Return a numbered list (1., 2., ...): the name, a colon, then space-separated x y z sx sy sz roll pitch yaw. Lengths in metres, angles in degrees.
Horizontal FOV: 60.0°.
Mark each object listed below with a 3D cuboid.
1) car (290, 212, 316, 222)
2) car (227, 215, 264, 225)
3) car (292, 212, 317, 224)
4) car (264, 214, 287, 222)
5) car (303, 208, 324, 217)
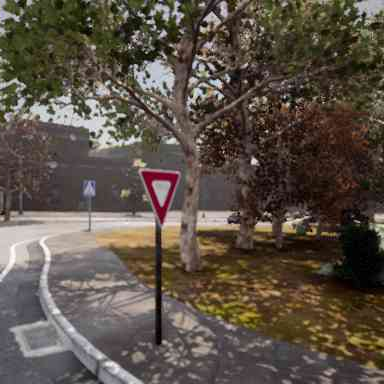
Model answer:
1. car: 18.583 4.173 55.373 2.033 1.411 5.357 0 -2 44
2. car: 5.812 2.984 37.207 1.994 1.385 4.181 0 -4 43
3. car: 16.774 3.871 48.764 1.882 1.535 5.008 0 -3 43
4. car: 11.618 3.743 48.008 2.033 1.411 5.357 0 -3 44
5. car: 28.302 4.696 77.366 2.435 2.045 5.566 0 -2 44
